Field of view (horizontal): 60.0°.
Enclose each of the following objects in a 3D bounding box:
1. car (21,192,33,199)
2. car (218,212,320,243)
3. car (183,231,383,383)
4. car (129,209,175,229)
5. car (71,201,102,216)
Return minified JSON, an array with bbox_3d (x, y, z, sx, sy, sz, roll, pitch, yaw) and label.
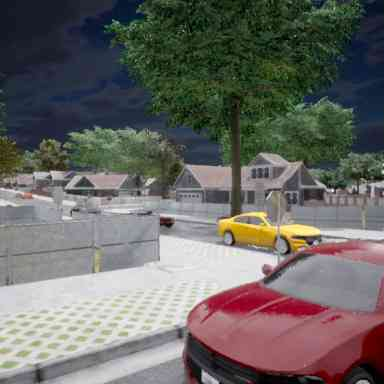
[{"bbox_3d":[-40.101,0.715,80.706,2.097,1.767,4.553,0,2,-35],"label":"car"},{"bbox_3d":[3.236,1.665,14.574,1.882,1.535,5.008,0,-1,-35],"label":"car"},{"bbox_3d":[2.196,1.477,4.534,5.008,1.535,1.882,0,0,-36],"label":"car"},{"bbox_3d":[-3.140,1.909,23.586,1.895,1.301,4.718,0,0,-35],"label":"car"},{"bbox_3d":[-11.086,1.766,34.900,2.097,1.767,4.553,0,0,-35],"label":"car"}]
